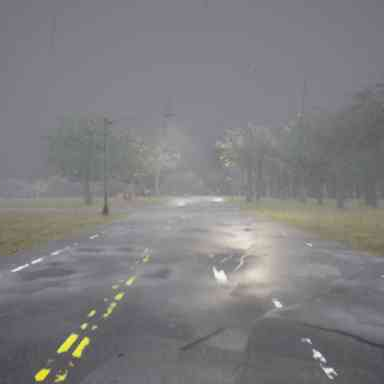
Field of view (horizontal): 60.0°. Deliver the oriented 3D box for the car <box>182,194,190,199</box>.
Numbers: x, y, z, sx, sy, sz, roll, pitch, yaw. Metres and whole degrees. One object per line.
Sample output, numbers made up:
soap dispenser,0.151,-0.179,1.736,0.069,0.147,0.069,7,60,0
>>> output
car,-1.593,1.131,90.408,2.033,1.411,5.357,0,1,2
